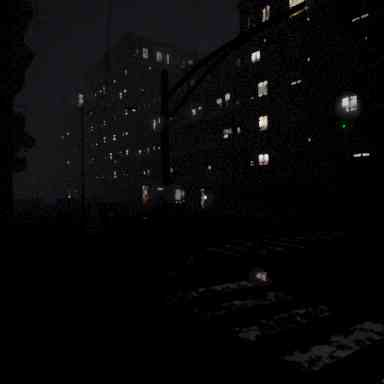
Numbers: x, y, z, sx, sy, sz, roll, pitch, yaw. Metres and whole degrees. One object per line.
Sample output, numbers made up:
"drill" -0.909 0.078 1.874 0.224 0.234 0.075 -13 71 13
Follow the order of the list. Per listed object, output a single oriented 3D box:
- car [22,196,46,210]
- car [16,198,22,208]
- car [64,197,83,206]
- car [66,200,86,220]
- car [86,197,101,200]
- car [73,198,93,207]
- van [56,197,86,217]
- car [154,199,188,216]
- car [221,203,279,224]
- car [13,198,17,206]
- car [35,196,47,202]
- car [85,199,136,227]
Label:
"car" -21.927 1.636 46.456 1.967 1.590 4.097 -1 1 -36
"car" -25.144 1.778 50.958 1.947 1.339 4.313 -1 1 -36
"car" -21.547 1.660 60.334 2.008 1.369 4.403 -1 1 -36
"car" -8.949 1.660 28.312 1.752 1.417 4.829 -1 1 -36
"car" -15.110 1.517 51.330 1.967 1.590 4.097 -1 1 -36
"car" -18.328 1.659 55.832 1.947 1.339 4.313 -1 1 -36
"van" -12.270 1.491 32.950 1.690 1.788 3.998 -1 1 -36
"car" -2.233 1.456 33.323 1.967 1.590 4.097 -1 1 -36
"car" 4.108 1.513 24.460 1.752 1.417 4.829 -1 1 -36
"car" -31.583 1.791 59.962 1.887 1.381 4.507 -1 1 -36
"car" -37.643 1.743 82.843 1.887 1.381 4.507 -1 1 -36
"car" -5.830 1.561 23.949 1.967 1.590 4.097 -1 1 -36
